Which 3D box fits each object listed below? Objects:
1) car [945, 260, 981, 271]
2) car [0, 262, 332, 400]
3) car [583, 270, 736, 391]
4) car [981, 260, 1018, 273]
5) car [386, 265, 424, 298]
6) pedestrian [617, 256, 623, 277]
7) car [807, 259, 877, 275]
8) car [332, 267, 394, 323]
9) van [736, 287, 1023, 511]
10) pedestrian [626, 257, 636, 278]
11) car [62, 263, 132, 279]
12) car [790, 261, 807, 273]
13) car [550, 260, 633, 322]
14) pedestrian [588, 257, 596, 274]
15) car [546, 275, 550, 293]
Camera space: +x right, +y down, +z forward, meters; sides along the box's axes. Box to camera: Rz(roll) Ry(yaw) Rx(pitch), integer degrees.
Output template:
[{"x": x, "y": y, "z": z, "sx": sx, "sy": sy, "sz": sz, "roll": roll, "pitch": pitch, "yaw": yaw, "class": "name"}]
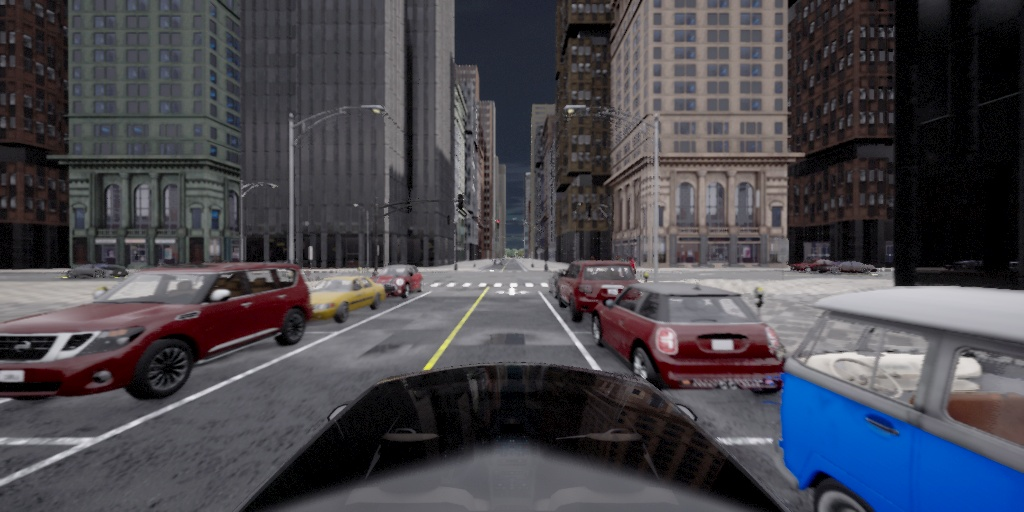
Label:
[{"x": 43.345, "y": 1.106, "z": 33.259, "sx": 4.902, "sy": 1.511, "sz": 2.128, "roll": 0, "pitch": 0, "yaw": 1, "class": "car"}, {"x": -5.761, "y": 1.061, "z": 6.645, "sx": 2.192, "sy": 1.841, "sz": 5.009, "roll": 0, "pitch": 0, "yaw": 0, "class": "car"}, {"x": 2.765, "y": 1.186, "z": 6.643, "sx": 1.967, "sy": 1.591, "sz": 4.097, "roll": 0, "pitch": 0, "yaw": 0, "class": "car"}, {"x": 43.346, "y": 1.122, "z": 30.009, "sx": 4.902, "sy": 1.511, "sz": 2.128, "roll": 0, "pitch": 0, "yaw": 1, "class": "car"}, {"x": -5.757, "y": 1.178, "z": 17.850, "sx": 1.967, "sy": 1.591, "sz": 4.097, "roll": 0, "pitch": 0, "yaw": 0, "class": "car"}, {"x": 7.000, "y": 0.881, "z": 23.323, "sx": 0.375, "sy": 1.860, "sz": 0.375, "roll": 0, "pitch": 0, "yaw": 0, "class": "pedestrian"}, {"x": 33.923, "y": 1.171, "z": 36.649, "sx": 5.357, "sy": 1.411, "sz": 2.033, "roll": 0, "pitch": 0, "yaw": 0, "class": "car"}, {"x": -5.759, "y": 1.268, "z": 12.078, "sx": 1.751, "sy": 1.417, "sz": 4.829, "roll": 0, "pitch": 0, "yaw": 0, "class": "car"}, {"x": 2.763, "y": 1.091, "z": 1.042, "sx": 1.690, "sy": 1.789, "sz": 3.998, "roll": 0, "pitch": 0, "yaw": 0, "class": "van"}, {"x": 7.954, "y": 0.889, "z": 23.923, "sx": 0.375, "sy": 1.860, "sz": 0.375, "roll": 0, "pitch": 0, "yaw": 0, "class": "pedestrian"}, {"x": -38.391, "y": 1.406, "z": 33.284, "sx": 4.181, "sy": 1.385, "sz": 1.994, "roll": 0, "pitch": 0, "yaw": 0, "class": "car"}, {"x": 33.828, "y": 1.086, "z": 39.892, "sx": 5.008, "sy": 1.535, "sz": 1.882, "roll": 0, "pitch": 0, "yaw": 0, "class": "car"}, {"x": 2.767, "y": 1.057, "z": 12.246, "sx": 2.192, "sy": 1.841, "sz": 5.009, "roll": 0, "pitch": 0, "yaw": 0, "class": "car"}, {"x": 5.559, "y": 0.879, "z": 24.524, "sx": 0.375, "sy": 1.860, "sz": 0.375, "roll": 0, "pitch": 0, "yaw": 0, "class": "pedestrian"}, {"x": 2.769, "y": 1.289, "z": 17.848, "sx": 2.007, "sy": 1.370, "sz": 4.403, "roll": 0, "pitch": 0, "yaw": 0, "class": "car"}]
